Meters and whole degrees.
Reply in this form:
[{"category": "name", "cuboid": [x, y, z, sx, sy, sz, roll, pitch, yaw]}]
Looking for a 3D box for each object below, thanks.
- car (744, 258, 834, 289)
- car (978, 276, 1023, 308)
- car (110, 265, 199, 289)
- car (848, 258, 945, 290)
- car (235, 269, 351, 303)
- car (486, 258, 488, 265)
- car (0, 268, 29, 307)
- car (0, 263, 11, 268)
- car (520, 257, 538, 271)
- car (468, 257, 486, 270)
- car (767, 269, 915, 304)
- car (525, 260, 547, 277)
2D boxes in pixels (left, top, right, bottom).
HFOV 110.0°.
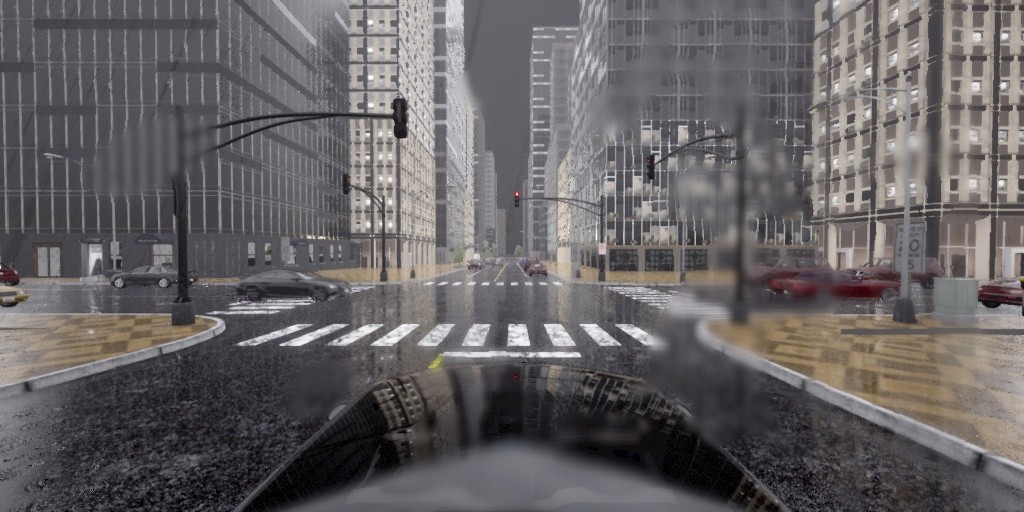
[{"category": "car", "cuboid": [16.570, 1.023, 21.645, 5.009, 1.841, 2.192, 0, 0, 0]}, {"category": "car", "cuboid": [20.185, 1.417, 13.513, 4.207, 1.307, 1.802, 0, 0, 0]}, {"category": "car", "cuboid": [-21.441, 1.204, 21.575, 4.403, 1.370, 2.007, 0, 0, 0]}, {"category": "car", "cuboid": [22.902, 1.032, 21.656, 5.009, 1.841, 2.192, 0, 0, 0]}, {"category": "car", "cuboid": [-9.771, 1.291, 16.147, 4.674, 1.442, 1.812, 0, 0, 0]}, {"category": "car", "cuboid": [-5.290, 1.306, 57.862, 1.802, 1.307, 4.207, 0, 0, 0]}, {"category": "car", "cuboid": [-21.256, 1.301, 13.437, 4.829, 1.417, 1.751, 0, 0, 0]}, {"category": "car", "cuboid": [-32.556, 1.077, 21.484, 4.097, 1.591, 1.967, 0, 0, 0]}, {"category": "car", "cuboid": [2.573, 1.045, 46.834, 2.192, 1.841, 5.009, 0, 0, 0]}, {"category": "car", "cuboid": [-5.293, 1.167, 52.338, 1.967, 1.591, 4.097, 0, 0, 0]}, {"category": "car", "cuboid": [14.662, 1.388, 16.187, 4.718, 1.301, 1.895, 0, 1, 0]}, {"category": "car", "cuboid": [2.547, 1.318, 35.785, 1.802, 1.307, 4.207, 0, 0, 0]}]
